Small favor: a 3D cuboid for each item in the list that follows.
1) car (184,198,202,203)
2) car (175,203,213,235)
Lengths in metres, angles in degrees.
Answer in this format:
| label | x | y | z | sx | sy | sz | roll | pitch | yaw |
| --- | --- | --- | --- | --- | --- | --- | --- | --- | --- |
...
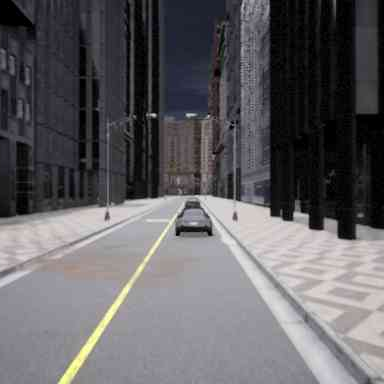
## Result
| label | x | y | z | sx | sy | sz | roll | pitch | yaw |
| --- | --- | --- | --- | --- | --- | --- | --- | --- | --- |
| car | 0.094 | 1.454 | 39.846 | 1.837 | 1.490 | 4.892 | 0 | 0 | 0 |
| car | 0.097 | 1.541 | 18.603 | 1.994 | 1.385 | 4.181 | 0 | 0 | 0 |
